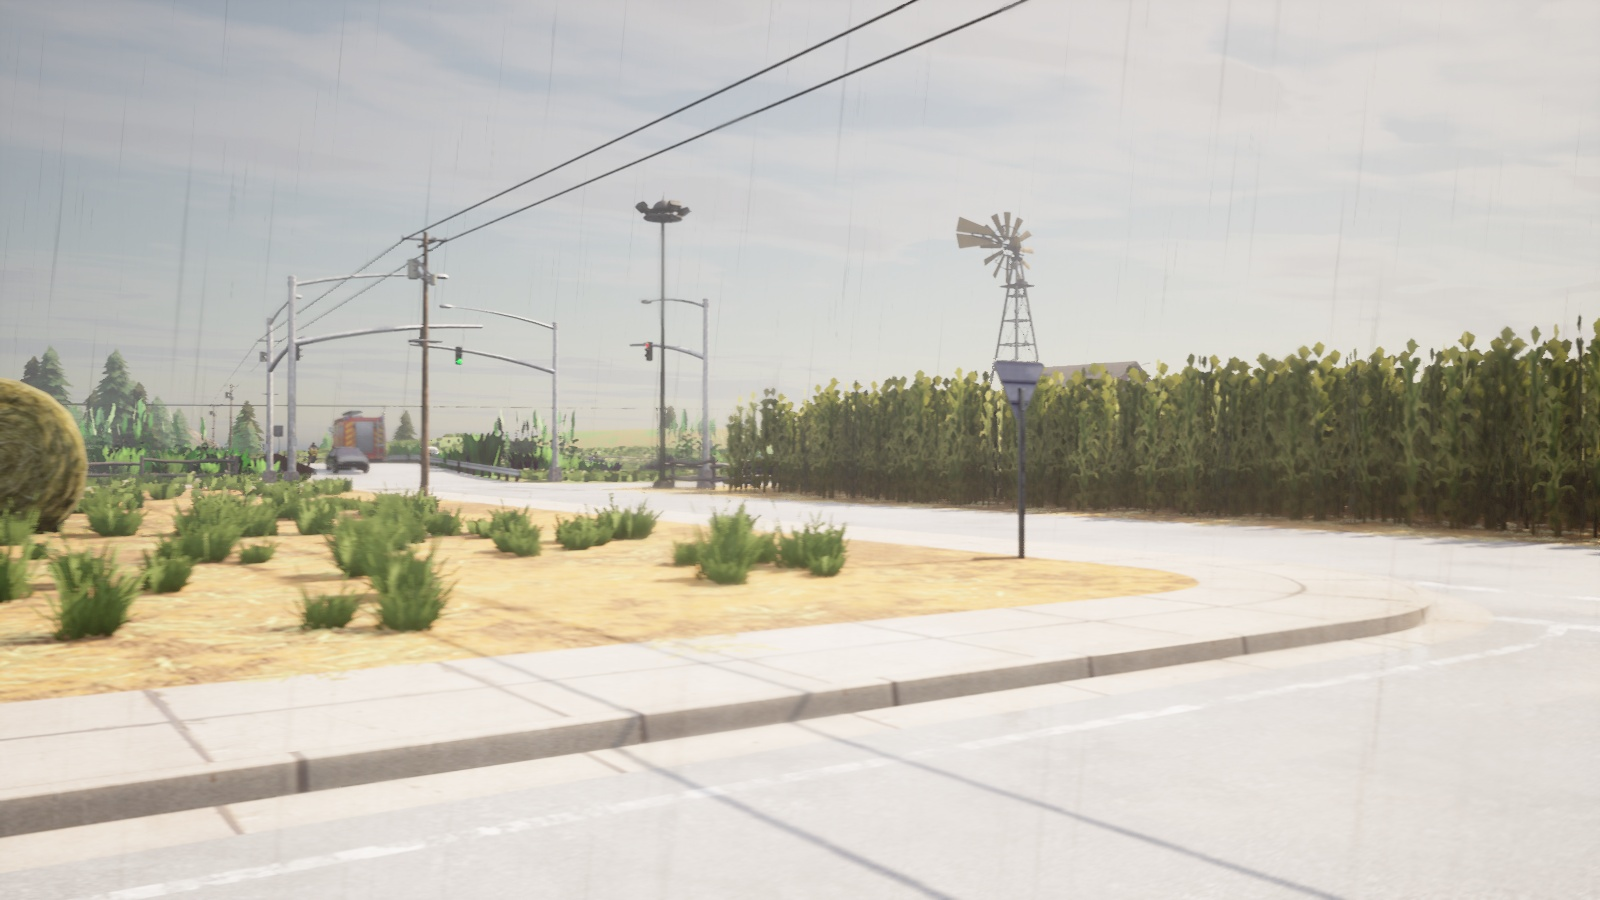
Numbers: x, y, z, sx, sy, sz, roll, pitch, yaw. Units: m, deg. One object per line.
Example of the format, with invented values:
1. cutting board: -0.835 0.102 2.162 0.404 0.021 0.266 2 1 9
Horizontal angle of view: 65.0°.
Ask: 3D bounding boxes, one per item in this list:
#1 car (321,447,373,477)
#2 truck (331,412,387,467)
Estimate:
1. car: -25.744 0.648 71.243 2.033 1.411 5.357 0 3 -28
2. truck: -32.374 -0.700 91.962 2.891 3.827 8.468 -2 0 -26
